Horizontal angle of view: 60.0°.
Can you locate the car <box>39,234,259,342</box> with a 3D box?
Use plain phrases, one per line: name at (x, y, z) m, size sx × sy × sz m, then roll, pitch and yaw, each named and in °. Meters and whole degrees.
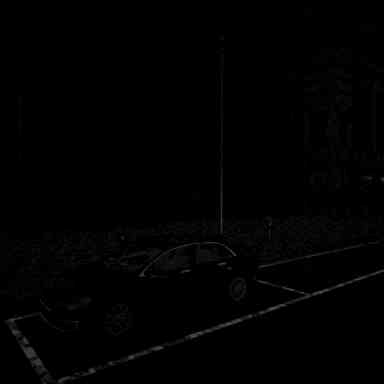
car at (-0.563, 1.552, 6.450) m, size 4.403 × 1.369 × 2.008 m, roll 0°, pitch 1°, yaw -38°
